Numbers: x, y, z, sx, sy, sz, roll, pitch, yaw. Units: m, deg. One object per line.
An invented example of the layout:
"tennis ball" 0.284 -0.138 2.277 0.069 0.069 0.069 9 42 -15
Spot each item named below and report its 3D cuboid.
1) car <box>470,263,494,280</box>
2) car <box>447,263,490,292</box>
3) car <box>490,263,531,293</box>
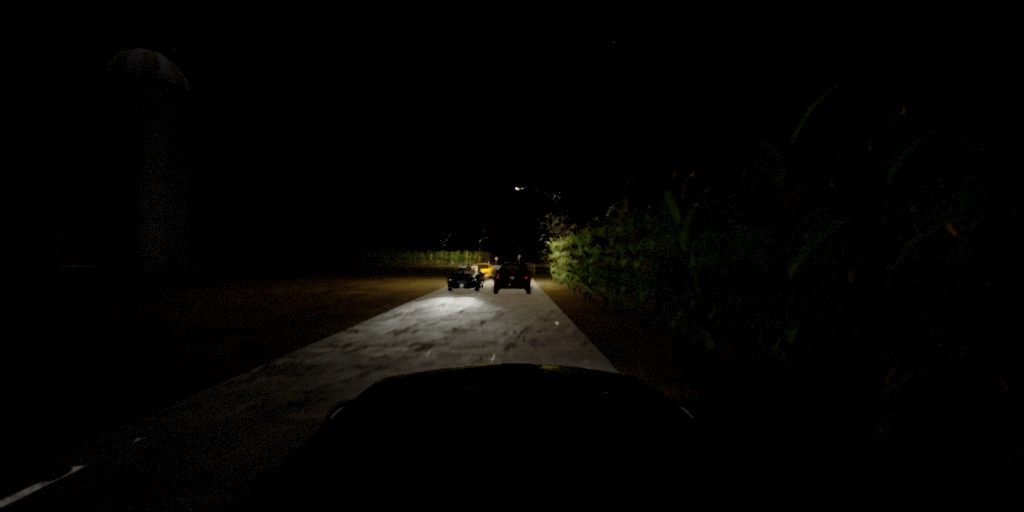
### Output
"car" -2.767 1.416 34.245 1.882 1.535 5.008 0 -1 1
"car" -2.760 1.362 22.251 2.128 1.511 4.902 0 0 0
"car" 0.028 1.218 21.678 2.097 1.767 4.553 0 0 0
